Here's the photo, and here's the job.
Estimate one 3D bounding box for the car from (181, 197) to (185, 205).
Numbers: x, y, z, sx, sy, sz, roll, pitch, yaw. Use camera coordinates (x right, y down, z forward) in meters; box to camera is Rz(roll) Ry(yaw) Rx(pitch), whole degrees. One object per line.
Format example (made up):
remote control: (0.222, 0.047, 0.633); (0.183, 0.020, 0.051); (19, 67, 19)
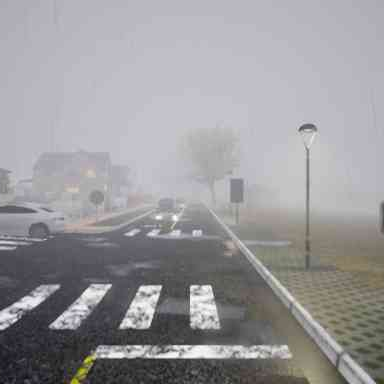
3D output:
car: (-2.325, 1.592, 60.354); (1.994, 1.385, 4.181); (0, 0, 0)

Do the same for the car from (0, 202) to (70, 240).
car: (-7.659, 1.138, 14.074); (4.674, 1.442, 1.812); (3, 1, -13)

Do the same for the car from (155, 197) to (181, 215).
car: (-2.531, 1.359, 34.379); (2.097, 1.767, 4.553); (0, 0, 0)
